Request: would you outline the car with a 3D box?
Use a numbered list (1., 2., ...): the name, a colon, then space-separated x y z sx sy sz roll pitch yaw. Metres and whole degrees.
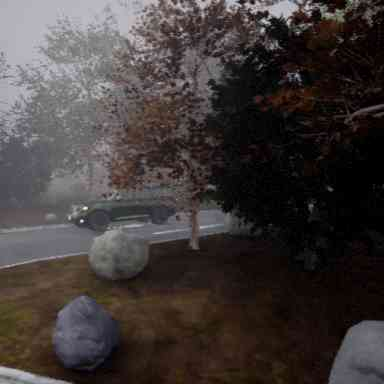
1. car: -3.463 0.736 16.981 5.566 2.045 2.150 -3 2 -38
